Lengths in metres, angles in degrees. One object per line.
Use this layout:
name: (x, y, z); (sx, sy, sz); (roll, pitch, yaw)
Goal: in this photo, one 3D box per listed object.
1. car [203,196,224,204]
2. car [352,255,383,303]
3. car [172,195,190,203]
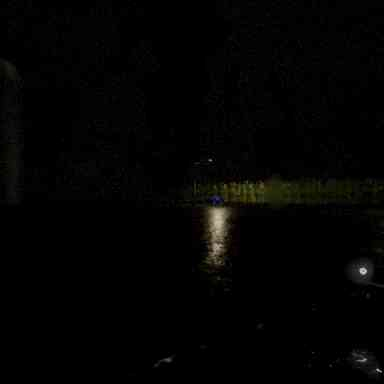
car: (3.905, 1.452, 60.616); (1.812, 1.442, 4.674); (-1, 1, -36)
car: (5.372, 1.554, 6.898); (4.718, 1.301, 1.895); (0, 0, -35)
car: (-2.258, 1.458, 68.927); (1.837, 1.490, 4.892); (-1, 1, -36)
